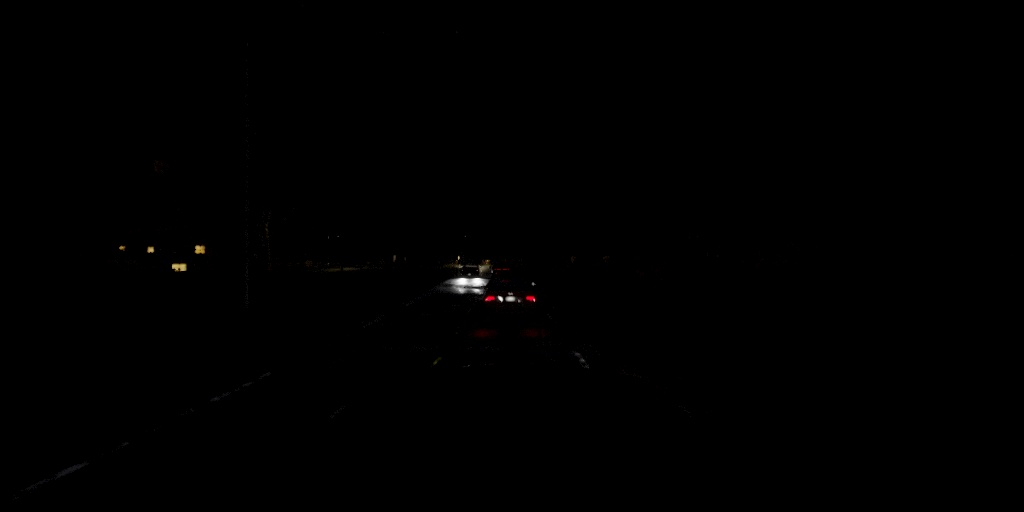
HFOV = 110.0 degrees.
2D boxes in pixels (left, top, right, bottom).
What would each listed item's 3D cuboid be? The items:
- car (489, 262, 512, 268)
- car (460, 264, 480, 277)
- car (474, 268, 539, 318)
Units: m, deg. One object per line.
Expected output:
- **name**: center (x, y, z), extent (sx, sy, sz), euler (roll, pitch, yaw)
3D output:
- **car**: center (-1.038, 1.346, 33.583), extent (1.837, 1.490, 4.892), euler (0, 0, -4)
- **car**: center (-4.145, 1.446, 35.917), extent (1.895, 1.301, 4.718), euler (0, 0, -4)
- **car**: center (-0.101, 1.326, 13.121), extent (2.033, 1.411, 5.357), euler (0, 0, -1)
